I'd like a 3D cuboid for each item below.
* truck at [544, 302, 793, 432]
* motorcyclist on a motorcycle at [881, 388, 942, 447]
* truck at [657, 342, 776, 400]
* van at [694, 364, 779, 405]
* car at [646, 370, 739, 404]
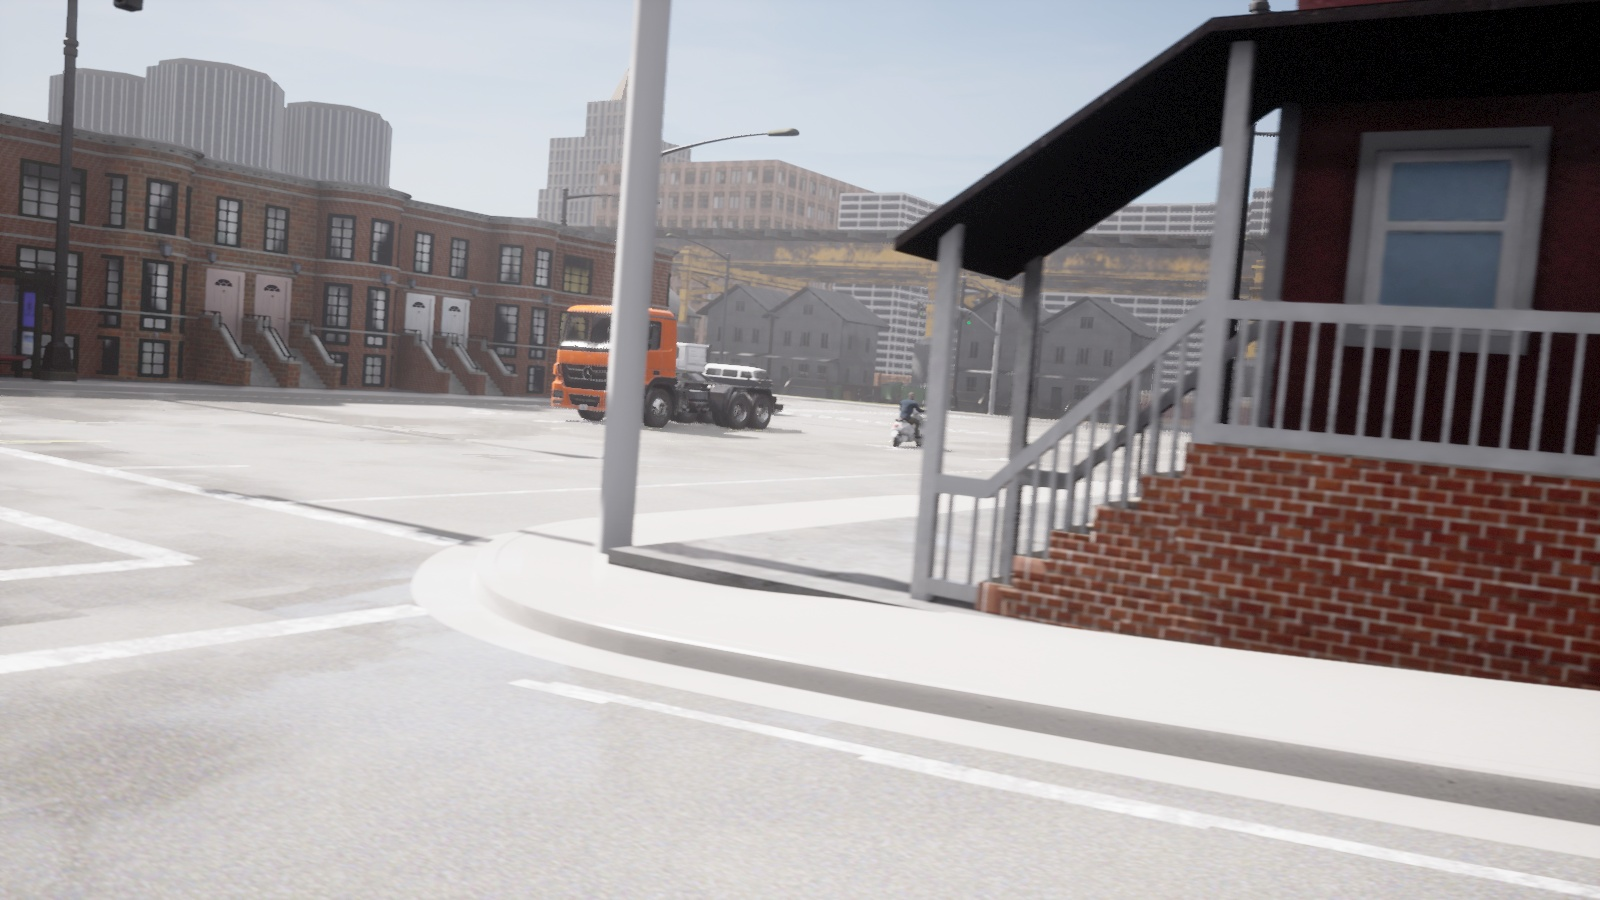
[{"bbox_3d":[-3.750,-2.405,38.037,2.891,3.462,7.936,6,4,34],"label":"truck"},{"bbox_3d":[3.222,-0.922,36.059,0.866,1.590,1.817,6,4,34],"label":"motorcyclist on a motorcycle"},{"bbox_3d":[-5.840,-5.491,87.015,7.936,3.462,2.891,6,4,34],"label":"truck"},{"bbox_3d":[-3.733,-3.808,73.006,4.480,2.038,2.069,6,4,34],"label":"van"},{"bbox_3d":[-6.057,-3.535,70.348,5.008,1.535,1.882,6,4,34],"label":"car"}]
